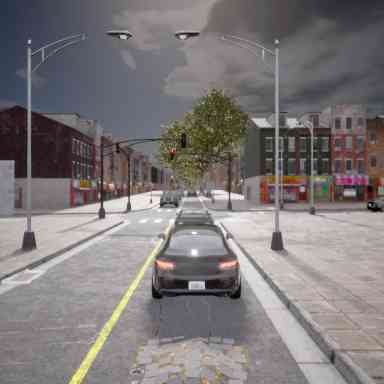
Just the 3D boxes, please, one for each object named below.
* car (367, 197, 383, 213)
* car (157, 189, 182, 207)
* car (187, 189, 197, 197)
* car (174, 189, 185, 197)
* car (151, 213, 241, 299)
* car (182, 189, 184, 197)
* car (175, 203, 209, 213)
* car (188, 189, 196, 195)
[{"bbox_3d":[17.204,1.092,28.305,4.313,1.339,1.947,-1,1,0],"label":"car"},{"bbox_3d":[-2.833,0.818,42.347,2.150,2.045,5.566,0,1,0],"label":"car"},{"bbox_3d":[0.004,0.174,73.234,2.097,1.767,4.553,0,1,0],"label":"car"},{"bbox_3d":[-2.747,0.171,73.493,2.097,1.767,4.553,0,2,0],"label":"car"},{"bbox_3d":[0.095,1.495,8.272,1.812,1.442,4.674,0,0,0],"label":"car"},{"bbox_3d":[-2.826,0.734,58.022,1.837,1.490,4.892,0,2,0],"label":"car"},{"bbox_3d":[0.096,1.490,17.341,1.895,1.301,4.718,0,1,0],"label":"car"},{"bbox_3d":[0.005,-0.044,83.305,1.994,1.385,4.181,0,1,0],"label":"car"}]
